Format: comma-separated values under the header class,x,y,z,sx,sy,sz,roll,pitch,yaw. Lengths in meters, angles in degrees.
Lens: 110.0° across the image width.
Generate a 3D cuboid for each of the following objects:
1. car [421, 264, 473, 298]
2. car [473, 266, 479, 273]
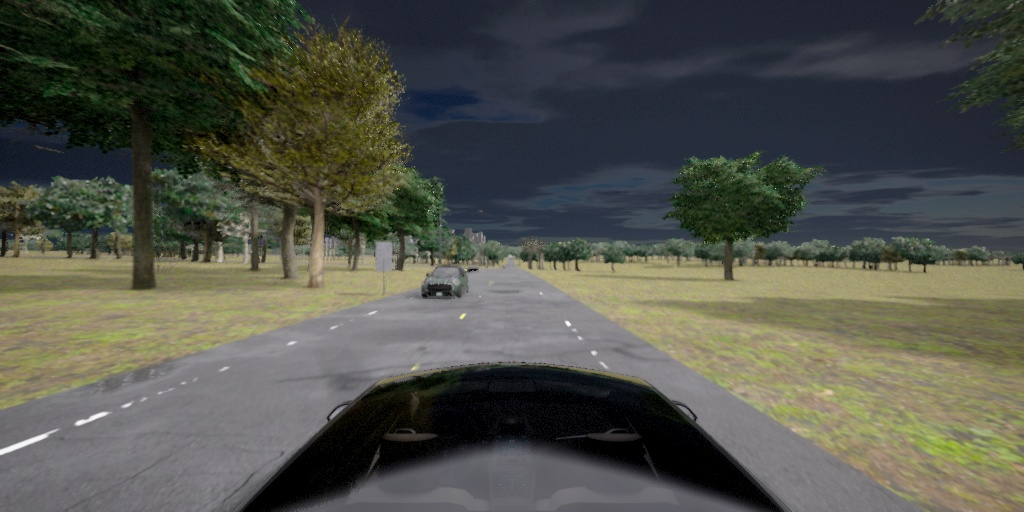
class,x,y,z,sx,sy,sz,roll,pitch,yaw
car,-3.620,1.332,20.075,2.097,1.767,4.553,0,-1,0
car,-6.683,2.298,62.274,1.895,1.301,4.718,0,-1,-4
